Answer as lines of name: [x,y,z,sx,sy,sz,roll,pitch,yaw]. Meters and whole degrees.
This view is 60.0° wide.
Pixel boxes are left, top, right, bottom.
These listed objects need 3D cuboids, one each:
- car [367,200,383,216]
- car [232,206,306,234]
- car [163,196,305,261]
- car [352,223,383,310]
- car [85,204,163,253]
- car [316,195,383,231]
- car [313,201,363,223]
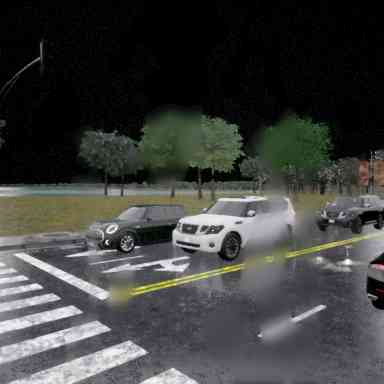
car: [19.030,1.514,32.770,4.674,1.442,1.812,0,0,-44]
car: [4.645,1.560,19.617,4.718,1.301,1.895,0,0,-43]
car: [1.861,1.191,12.620,5.566,2.045,2.150,0,0,-43]
car: [5.221,1.499,6.745,4.902,1.511,2.128,0,0,-43]
car: [-1.961,1.298,13.520,4.553,1.767,2.097,0,0,-43]
car: [9.486,1.206,19.649,5.566,2.045,2.150,0,0,-43]
car: [11.419,1.499,25.842,4.674,1.442,1.812,0,0,-43]
